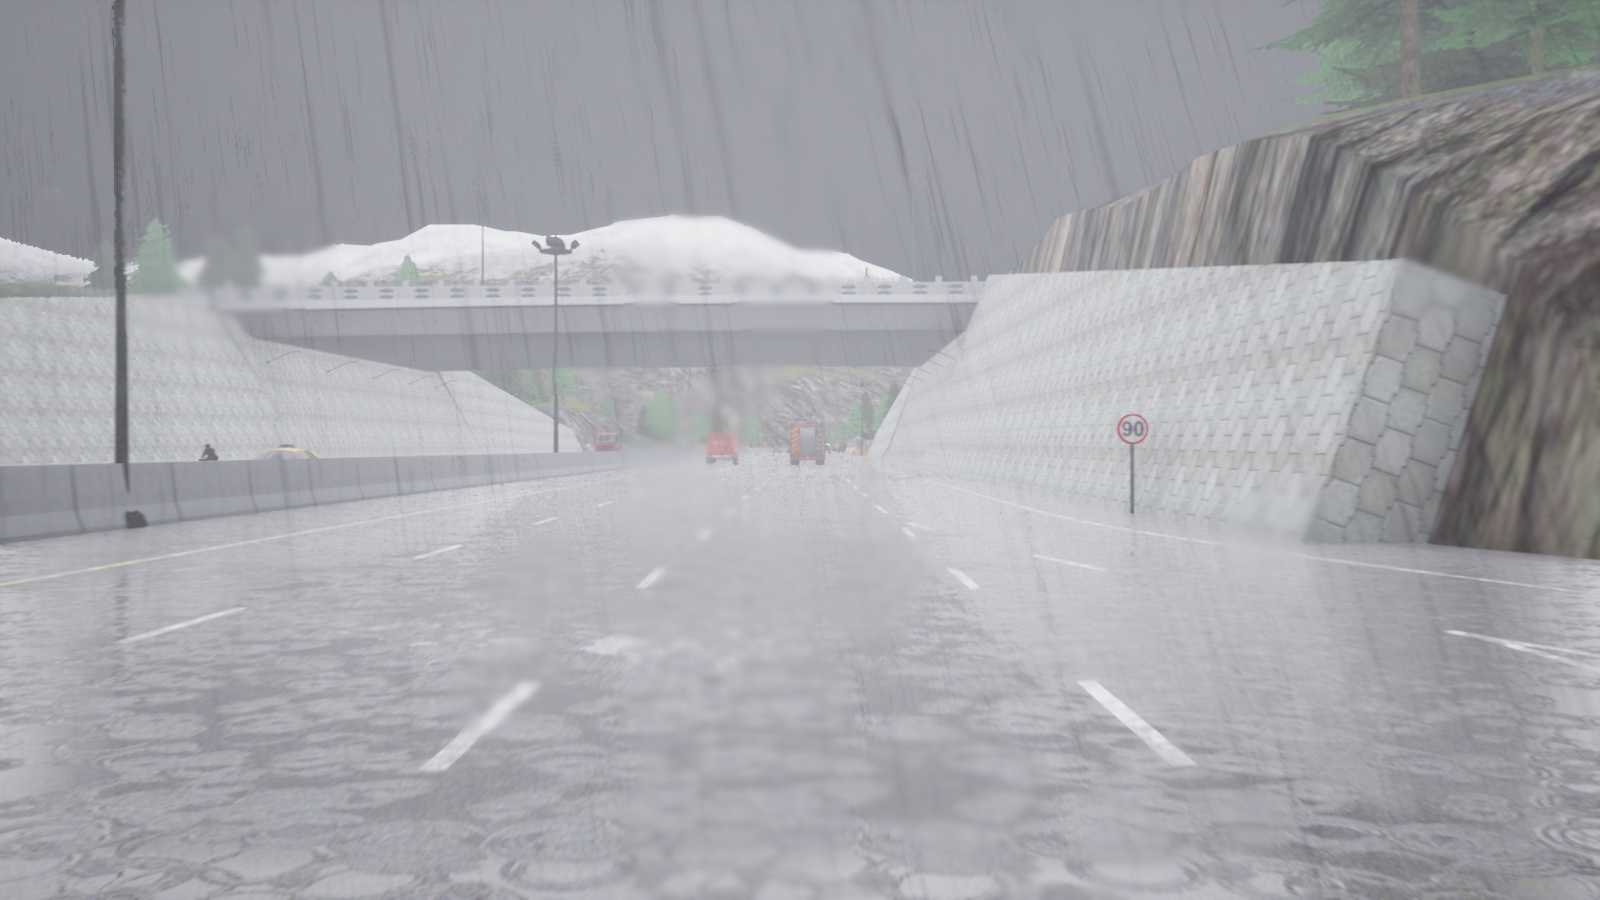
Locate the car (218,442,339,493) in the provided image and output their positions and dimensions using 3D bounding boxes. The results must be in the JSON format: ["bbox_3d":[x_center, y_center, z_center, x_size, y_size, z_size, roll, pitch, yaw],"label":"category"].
[{"bbox_3d":[-17.245,0.545,41.835,1.801,1.575,5.366,0,0,0],"label":"car"}]
